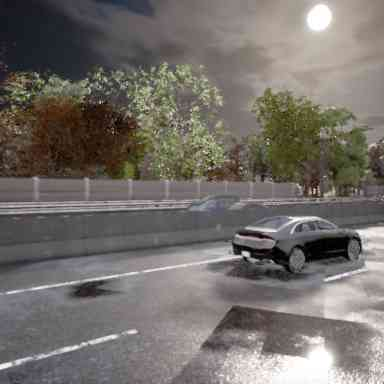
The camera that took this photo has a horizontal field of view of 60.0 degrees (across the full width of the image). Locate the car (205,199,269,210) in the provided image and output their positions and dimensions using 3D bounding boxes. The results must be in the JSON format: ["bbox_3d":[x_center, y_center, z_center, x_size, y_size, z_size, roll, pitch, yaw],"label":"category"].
[{"bbox_3d":[3.599,1.476,23.671,4.892,1.490,1.837,0,0,-35],"label":"car"}]

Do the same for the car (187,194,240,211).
[{"bbox_3d":[1.859,1.321,26.726,4.553,1.767,2.097,0,0,-35],"label":"car"}]

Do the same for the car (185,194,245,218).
[{"bbox_3d":[2.211,1.190,31.241,5.566,2.045,2.150,0,0,-35],"label":"car"}]

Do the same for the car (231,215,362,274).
[{"bbox_3d":[3.445,1.475,10.499,4.902,1.511,2.128,0,0,-35],"label":"car"}]
